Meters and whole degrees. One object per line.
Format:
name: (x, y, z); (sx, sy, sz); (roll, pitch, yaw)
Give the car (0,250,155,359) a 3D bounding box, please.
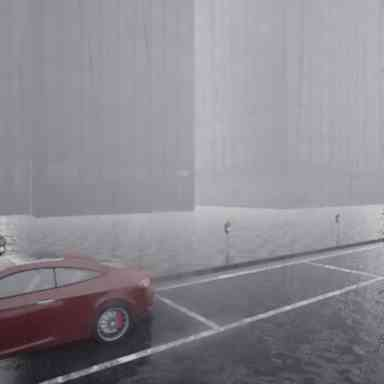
car: (-2.553, 1.581, 4.827); (4.206, 1.307, 1.802); (0, 0, -35)
